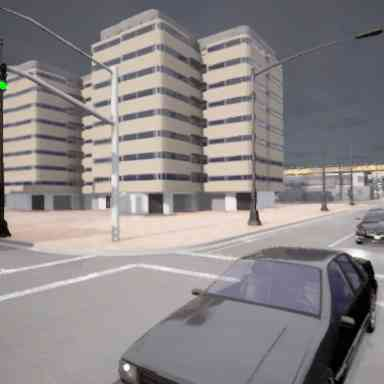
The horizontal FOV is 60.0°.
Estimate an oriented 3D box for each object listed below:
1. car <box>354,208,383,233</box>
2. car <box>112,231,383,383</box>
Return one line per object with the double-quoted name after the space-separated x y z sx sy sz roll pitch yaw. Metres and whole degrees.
8.693 1.522 15.082 1.837 1.490 4.892 -1 0 35 "car"
1.413 1.566 4.785 2.033 1.411 5.357 -1 0 35 "car"
